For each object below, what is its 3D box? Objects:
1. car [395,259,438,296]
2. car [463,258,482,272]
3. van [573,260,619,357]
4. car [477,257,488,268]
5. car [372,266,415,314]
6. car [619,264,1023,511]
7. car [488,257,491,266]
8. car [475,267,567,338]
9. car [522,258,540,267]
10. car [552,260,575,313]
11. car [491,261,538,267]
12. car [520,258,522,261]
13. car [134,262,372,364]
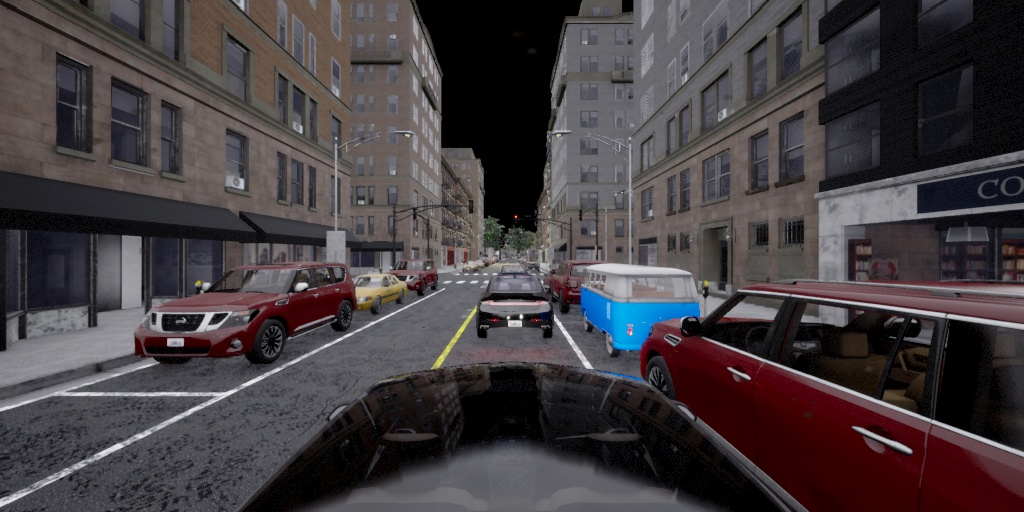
[{"bbox_3d":[-5.380,1.063,19.617,2.192,1.841,5.009,0,0,0],"label":"car"},{"bbox_3d":[-5.363,1.272,46.455,1.751,1.417,4.829,0,0,0],"label":"car"},{"bbox_3d":[2.645,1.091,8.249,1.690,1.789,3.998,0,0,0],"label":"van"},{"bbox_3d":[-5.346,1.272,57.418,1.751,1.417,4.829,0,0,0],"label":"car"},{"bbox_3d":[-5.386,1.275,13.768,1.751,1.417,4.829,0,0,0],"label":"car"},{"bbox_3d":[2.638,1.065,2.570,2.192,1.841,5.009,0,0,0],"label":"car"},{"bbox_3d":[-5.337,1.061,63.070,2.192,1.841,5.009,0,0,0],"label":"car"},{"bbox_3d":[0.083,1.241,10.124,2.128,1.511,4.902,0,0,0],"label":"car"},{"bbox_3d":[2.691,1.297,46.615,2.007,1.370,4.403,0,0,0],"label":"car"},{"bbox_3d":[2.652,1.064,13.928,2.192,1.841,5.009,0,0,0],"label":"car"},{"bbox_3d":[0.091,1.240,20.175,2.128,1.511,4.902,0,0,-1],"label":"car"},{"bbox_3d":[2.704,1.297,57.579,2.007,1.370,4.403,0,0,0],"label":"car"},{"bbox_3d":[-5.391,1.064,8.261,2.192,1.841,5.009,0,0,0],"label":"car"}]
